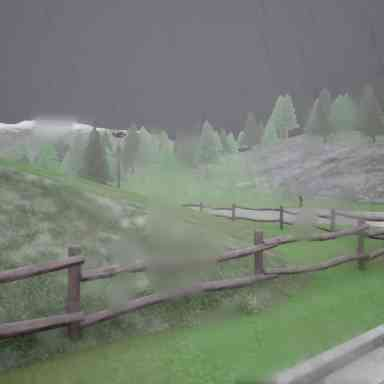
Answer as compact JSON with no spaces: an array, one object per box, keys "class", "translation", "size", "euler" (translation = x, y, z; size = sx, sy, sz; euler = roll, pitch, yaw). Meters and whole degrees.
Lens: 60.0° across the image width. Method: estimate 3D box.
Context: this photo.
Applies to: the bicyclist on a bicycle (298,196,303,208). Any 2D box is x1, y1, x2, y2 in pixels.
[{"class":"bicyclist on a bicycle","translation":[14.321,1.302,43.832],"size":[0.582,1.620,1.656],"euler":[0,0,34]}]
